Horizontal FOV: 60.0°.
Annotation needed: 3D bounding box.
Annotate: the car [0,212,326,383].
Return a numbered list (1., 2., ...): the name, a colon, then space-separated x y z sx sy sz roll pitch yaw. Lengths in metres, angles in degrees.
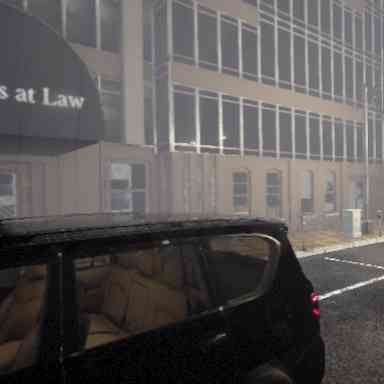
1. car: -1.318 1.235 2.422 5.566 2.045 2.150 0 0 -36
